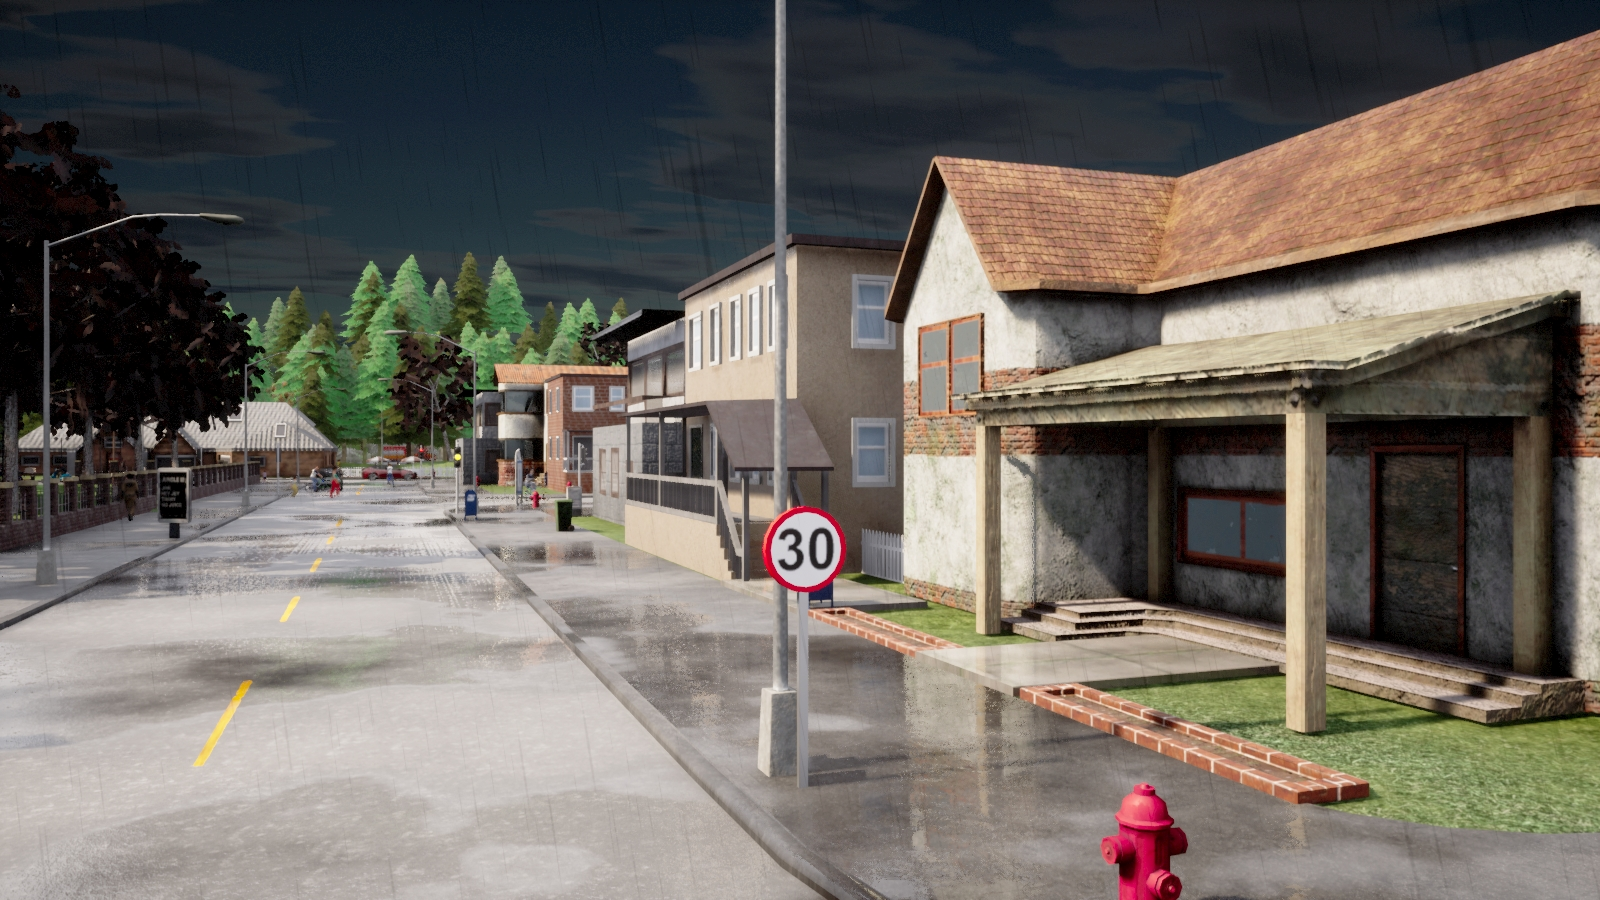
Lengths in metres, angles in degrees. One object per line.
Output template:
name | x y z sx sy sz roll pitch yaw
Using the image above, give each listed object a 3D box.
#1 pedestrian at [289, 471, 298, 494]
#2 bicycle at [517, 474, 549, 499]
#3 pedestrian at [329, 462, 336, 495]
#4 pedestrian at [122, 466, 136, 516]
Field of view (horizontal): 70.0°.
pedestrian | -29.699 1.908 66.989 0.375 1.300 0.375 0 0 2
bicycle | -14.187 1.936 60.783 1.643 1.296 0.373 0 -2 -11
pedestrian | -26.685 1.628 65.226 0.375 1.860 0.375 0 0 -23
pedestrian | -24.995 1.525 42.563 0.375 1.860 0.375 0 0 -20
